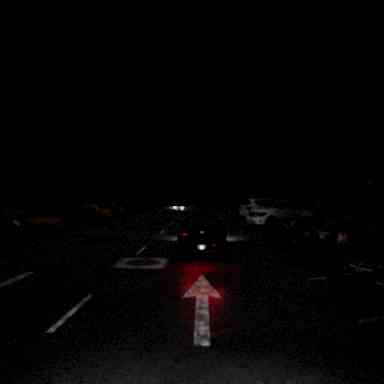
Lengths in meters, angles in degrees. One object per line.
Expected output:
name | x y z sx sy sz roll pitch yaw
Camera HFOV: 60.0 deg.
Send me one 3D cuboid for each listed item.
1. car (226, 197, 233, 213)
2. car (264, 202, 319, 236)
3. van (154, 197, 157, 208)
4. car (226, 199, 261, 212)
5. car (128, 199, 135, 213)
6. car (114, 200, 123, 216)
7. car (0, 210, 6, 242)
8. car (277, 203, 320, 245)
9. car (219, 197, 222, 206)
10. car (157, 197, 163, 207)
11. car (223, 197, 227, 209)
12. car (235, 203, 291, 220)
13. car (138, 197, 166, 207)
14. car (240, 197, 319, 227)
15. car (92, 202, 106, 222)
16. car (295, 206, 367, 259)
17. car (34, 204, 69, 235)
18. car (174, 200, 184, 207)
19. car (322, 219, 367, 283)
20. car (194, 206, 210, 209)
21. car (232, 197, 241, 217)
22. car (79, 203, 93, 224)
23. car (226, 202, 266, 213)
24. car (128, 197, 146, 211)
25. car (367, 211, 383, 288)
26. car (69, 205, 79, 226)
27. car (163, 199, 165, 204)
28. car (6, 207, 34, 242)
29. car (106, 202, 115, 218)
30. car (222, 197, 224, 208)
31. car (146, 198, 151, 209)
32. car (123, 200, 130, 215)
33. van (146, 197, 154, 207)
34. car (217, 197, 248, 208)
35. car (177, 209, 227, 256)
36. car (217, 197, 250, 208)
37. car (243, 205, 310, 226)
car | 7.018 1.689 35.700 5.566 2.045 2.435 1 0 -18
car | 6.509 1.592 17.593 4.553 1.767 2.185 1 0 -18
van | -9.241 1.976 60.659 4.442 1.987 1.878 0 0 -18
car | 7.395 1.963 47.780 4.553 1.767 2.185 1 -1 -18
car | -9.749 1.978 40.010 4.792 1.488 2.163 0 -1 -18
car | -9.958 1.875 34.085 5.008 1.535 2.097 0 -1 -18
car | -10.609 1.622 13.380 4.892 1.521 2.231 0 -1 -18
car | 6.421 1.555 14.567 4.553 1.767 2.185 1 0 -18
car | 7.835 2.111 59.871 4.553 1.767 2.185 1 0 -18
car | -9.016 1.985 63.671 5.566 2.045 2.435 0 -1 -18
car | 7.266 1.764 41.757 5.566 2.045 2.435 1 -1 -18
car | 6.939 1.904 32.691 4.892 1.521 2.231 1 -1 -18
car | -8.784 2.091 72.510 5.566 2.045 2.435 0 0 -18
car | 6.648 1.540 23.611 5.566 2.045 2.435 1 0 -18
car | -10.140 1.803 28.158 5.008 1.535 2.097 0 -1 -18
car | 6.266 1.517 11.532 4.553 1.767 2.185 1 -1 -18
car | -10.247 1.689 19.359 5.366 1.575 1.946 0 -1 -18
car | -2.810 2.446 70.823 1.895 1.301 4.718 0 -1 2
car | 6.207 1.607 8.517 4.892 1.521 2.231 1 0 -18
car | 0.879 1.899 28.681 2.033 1.411 5.357 0 -1 2
car | 6.892 1.615 29.673 5.566 2.045 2.435 1 -1 -18
car | -10.259 1.796 25.194 4.792 1.488 2.163 0 0 -18
car | 7.298 2.081 44.756 4.792 1.488 2.163 1 0 -18
car | -9.528 1.932 48.860 4.553 1.767 2.185 0 -1 -18
car | 6.132 1.318 5.517 5.566 2.045 2.435 1 -1 -18
car | -10.329 1.731 22.246 4.892 1.521 2.231 0 -1 -18
car | -8.922 2.020 66.628 5.566 2.045 2.435 0 -1 -18
car | -10.544 1.532 16.332 4.553 1.767 2.185 0 -1 -18
car | -10.223 1.837 31.058 5.366 1.575 1.946 0 0 -18
car | 7.481 2.000 50.808 4.553 1.767 2.185 1 -1 -18
car | -9.405 2.095 51.831 4.892 1.521 2.231 0 -1 -18
car | -10.038 1.910 36.972 5.366 1.575 1.946 0 0 -18
van | -9.334 1.940 57.701 4.442 1.987 1.878 0 0 -18
car | 8.013 2.058 65.928 5.566 2.045 2.435 1 -1 -18
car | 0.425 1.678 13.994 1.837 1.490 4.892 0 0 2
car | 7.877 2.020 62.871 5.566 2.045 2.435 1 0 -18
car | 6.735 1.858 26.630 4.792 1.488 2.163 1 0 -18
